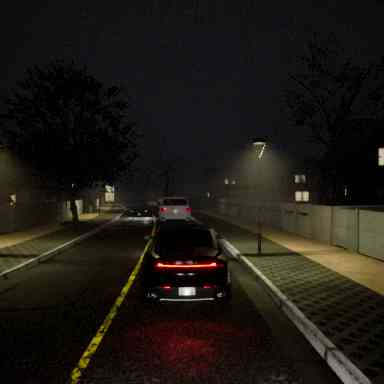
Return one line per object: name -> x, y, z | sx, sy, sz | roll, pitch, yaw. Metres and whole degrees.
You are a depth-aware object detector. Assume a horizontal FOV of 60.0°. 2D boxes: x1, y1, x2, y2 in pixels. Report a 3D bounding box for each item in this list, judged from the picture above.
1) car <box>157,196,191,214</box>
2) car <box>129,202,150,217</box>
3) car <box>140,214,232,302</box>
car -> -1.312, 1.335, 24.231 | 2.150, 2.045, 5.566 | 0, -1, -5
car -> -5.343, 1.762, 34.023 | 2.033, 1.411, 5.357 | 0, -1, -8
car -> -0.181, 1.519, 8.309 | 1.837, 1.490, 4.892 | 0, 0, -2
